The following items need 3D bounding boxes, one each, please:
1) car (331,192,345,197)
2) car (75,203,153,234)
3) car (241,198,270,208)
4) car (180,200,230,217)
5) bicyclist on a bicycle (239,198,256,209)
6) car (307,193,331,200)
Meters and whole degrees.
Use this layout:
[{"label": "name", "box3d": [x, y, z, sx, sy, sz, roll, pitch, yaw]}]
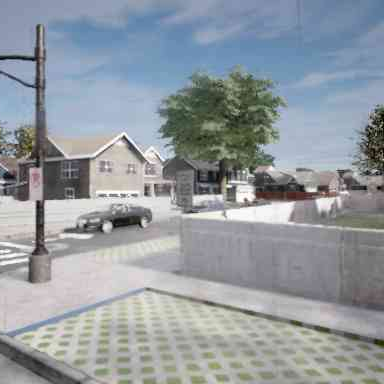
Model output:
[{"label": "car", "box3d": [23.099, 0.907, 52.949, 2.097, 1.767, 4.553, 0, 1, 38]}, {"label": "car", "box3d": [-4.302, 1.409, 18.952, 2.128, 1.511, 4.902, 0, 1, 34]}, {"label": "car", "box3d": [6.850, 1.320, 35.492, 1.994, 1.385, 4.181, 0, 1, 34]}, {"label": "car", "box3d": [1.237, 1.386, 27.183, 2.033, 1.411, 5.357, 0, 1, 34]}, {"label": "bicyclist on a bicycle", "box3d": [3.360, 1.185, 19.841, 1.656, 1.620, 0.582, 0, 0, 34]}, {"label": "car", "box3d": [16.870, 1.172, 44.791, 1.812, 1.442, 4.674, 0, 1, 36]}]
